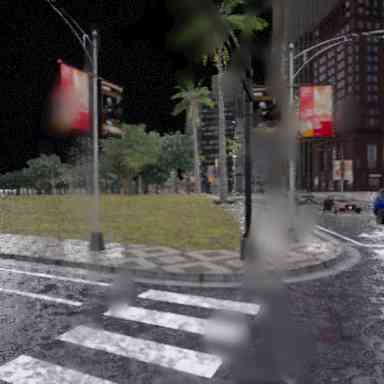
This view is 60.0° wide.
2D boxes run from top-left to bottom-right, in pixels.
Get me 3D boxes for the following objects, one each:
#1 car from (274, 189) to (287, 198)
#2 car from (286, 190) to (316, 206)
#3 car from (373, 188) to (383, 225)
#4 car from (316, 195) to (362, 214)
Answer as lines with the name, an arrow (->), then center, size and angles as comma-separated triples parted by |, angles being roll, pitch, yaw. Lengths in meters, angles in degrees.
car -> 15.543, 0.249, 57.456 | 2.128, 1.511, 4.902 | 0, 1, -2
car -> 12.302, 0.754, 36.924 | 1.994, 1.385, 4.181 | 0, 1, 1
car -> 11.349, 0.804, 16.877 | 2.150, 2.045, 5.566 | 0, 1, 4
car -> 11.925, 0.952, 26.889 | 1.994, 1.385, 4.181 | 0, 1, 2
